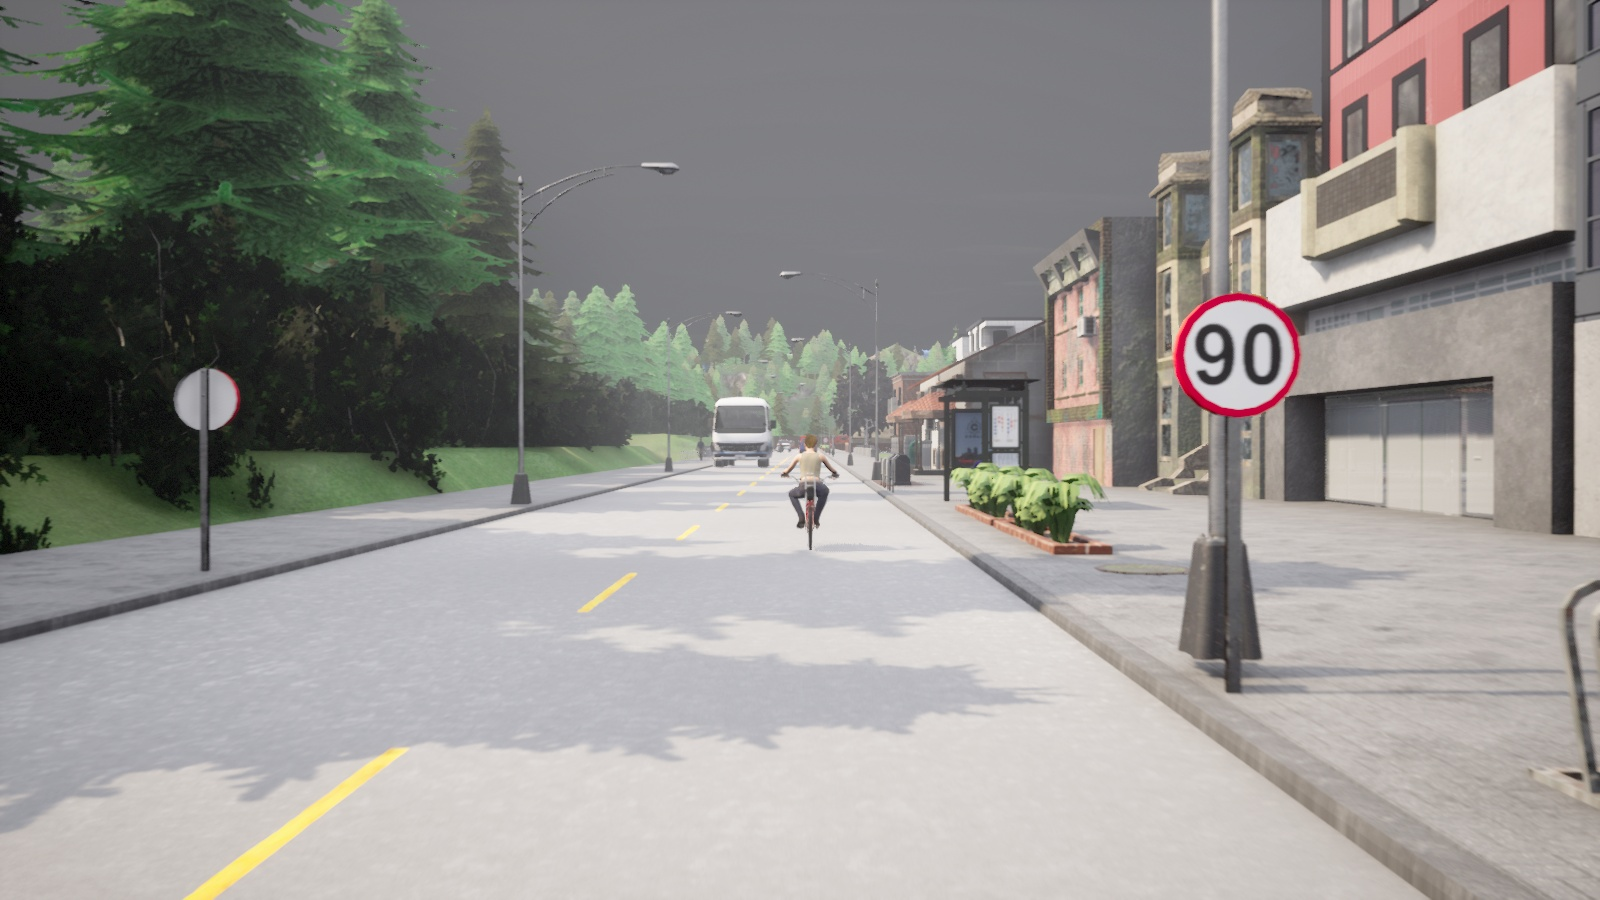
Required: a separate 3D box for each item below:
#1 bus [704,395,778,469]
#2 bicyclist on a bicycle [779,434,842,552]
[{"bbox_3d":[-3.471,-1.067,76.996,3.944,4.253,10.273,0,0,0],"label":"bus"},{"bbox_3d":[0.142,0.582,17.970,0.866,1.612,1.509,0,0,0],"label":"bicyclist on a bicycle"}]
